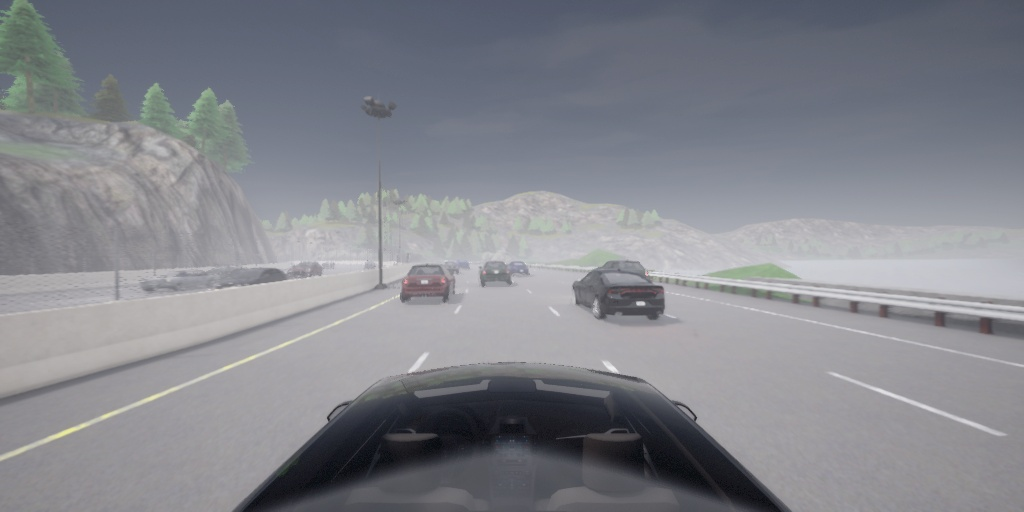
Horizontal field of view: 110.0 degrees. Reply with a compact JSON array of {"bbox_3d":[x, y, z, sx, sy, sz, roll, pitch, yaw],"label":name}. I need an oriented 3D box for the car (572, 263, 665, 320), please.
[{"bbox_3d":[3.449,1.185,12.536,1.882,1.535,5.008,0,0,-4],"label":"car"}]

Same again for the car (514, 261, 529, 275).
[{"bbox_3d":[0.485,1.277,37.588,1.812,1.442,4.674,0,0,-11],"label":"car"}]

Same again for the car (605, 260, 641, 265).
[{"bbox_3d":[6.268,1.025,21.246,2.097,1.767,4.553,-1,0,-6],"label":"car"}]

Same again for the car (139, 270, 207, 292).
[{"bbox_3d":[-22.557,1.645,24.548,1.895,1.301,4.718,-1,0,-7],"label":"car"}]

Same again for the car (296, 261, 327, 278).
[{"bbox_3d":[-21.076,1.380,36.808,2.097,1.767,4.553,-1,0,-11],"label":"car"}]

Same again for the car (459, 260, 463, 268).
[{"bbox_3d":[-7.781,1.406,44.824,2.033,1.411,5.357,-1,0,-15],"label":"car"}]

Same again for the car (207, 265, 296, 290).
[{"bbox_3d":[-15.143,1.453,21.260,1.837,1.490,4.892,-1,0,-6],"label":"car"}]

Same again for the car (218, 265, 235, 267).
[{"bbox_3d":[-27.879,1.606,35.199,2.128,1.511,4.902,-1,0,-11],"label":"car"}]

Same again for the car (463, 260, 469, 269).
[{"bbox_3d":[-8.292,1.345,58.630,1.882,1.535,5.008,0,0,-18],"label":"car"}]

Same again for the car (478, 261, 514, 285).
[{"bbox_3d":[-1.367,1.124,26.434,2.097,1.767,4.553,-1,0,-8],"label":"car"}]

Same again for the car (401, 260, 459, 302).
[{"bbox_3d":[-3.971,1.156,17.617,2.097,1.767,4.553,-1,0,-5],"label":"car"}]
